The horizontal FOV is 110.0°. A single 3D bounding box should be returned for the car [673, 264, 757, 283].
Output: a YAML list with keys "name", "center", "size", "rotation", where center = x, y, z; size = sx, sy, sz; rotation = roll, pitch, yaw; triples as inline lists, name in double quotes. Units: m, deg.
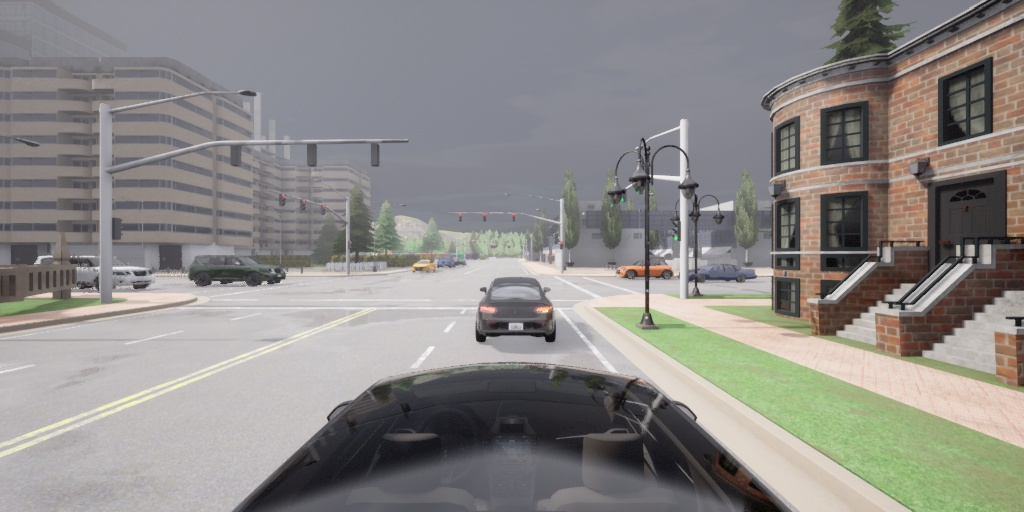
- name: "car"
  center: [15.629, 1.297, 27.404]
  size: [5.357, 1.411, 2.033]
  rotation: [0, 0, -1]

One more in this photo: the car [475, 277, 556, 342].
- name: "car"
  center: [0.088, 1.276, 9.617]
  size: [1.812, 1.442, 4.674]
  rotation: [0, 0, 0]

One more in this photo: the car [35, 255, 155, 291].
- name: "car"
  center: [-23.990, 0.971, 20.579]
  size: [5.566, 2.045, 2.150]
  rotation: [0, 0, 0]

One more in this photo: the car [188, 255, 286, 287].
- name: "car"
  center: [-18.384, 0.971, 24.073]
  size: [5.566, 2.045, 2.150]
  rotation: [0, 0, 0]

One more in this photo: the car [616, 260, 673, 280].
- name: "car"
  center: [11.326, 1.102, 30.897]
  size: [4.553, 1.767, 2.097]
  rotation: [0, 0, -1]

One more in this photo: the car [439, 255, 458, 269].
- name: "car"
  center: [-10.562, 0.961, 57.593]
  size: [2.150, 2.045, 5.566]
  rotation: [0, 1, 0]

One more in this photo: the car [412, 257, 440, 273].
- name: "car"
  center: [-10.637, 1.227, 43.639]
  size: [1.882, 1.535, 5.008]
  rotation: [0, 0, 2]
